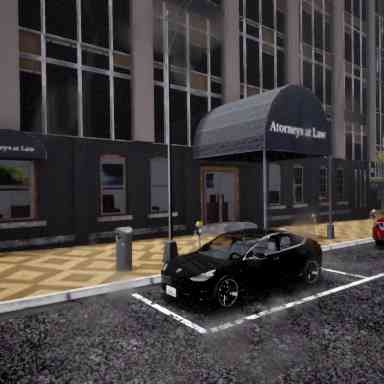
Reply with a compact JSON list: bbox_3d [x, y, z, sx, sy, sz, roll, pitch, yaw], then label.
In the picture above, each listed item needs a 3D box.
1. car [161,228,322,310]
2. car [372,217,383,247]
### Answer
[{"bbox_3d":[1.329,1.564,7.812,4.313,1.339,1.947,0,-1,-37],"label":"car"},{"bbox_3d":[9.605,1.310,14.013,5.009,1.841,2.192,0,-1,-37],"label":"car"}]
